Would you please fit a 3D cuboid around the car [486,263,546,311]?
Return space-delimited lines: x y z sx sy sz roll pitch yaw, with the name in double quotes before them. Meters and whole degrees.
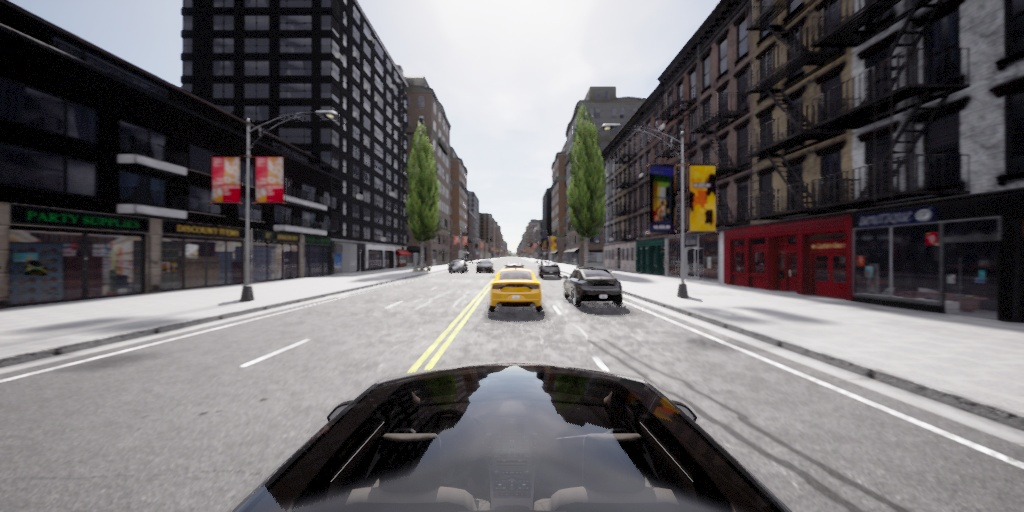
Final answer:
"car" 0.145 1.227 14.563 1.882 1.535 5.008 0 0 0

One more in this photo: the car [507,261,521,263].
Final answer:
"car" 0.226 1.237 33.965 2.128 1.511 4.902 0 0 0

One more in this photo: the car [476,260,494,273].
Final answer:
"car" -3.148 1.217 42.477 1.882 1.535 5.008 0 0 1

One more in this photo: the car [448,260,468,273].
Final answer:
"car" -6.393 1.229 42.843 2.128 1.511 4.902 0 0 1

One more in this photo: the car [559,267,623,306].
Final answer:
"car" 3.401 1.258 15.708 1.837 1.490 4.892 0 0 0

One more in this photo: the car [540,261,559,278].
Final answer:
"car" 3.477 1.240 33.946 2.128 1.511 4.902 0 0 0
